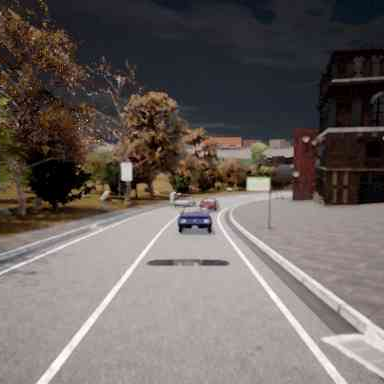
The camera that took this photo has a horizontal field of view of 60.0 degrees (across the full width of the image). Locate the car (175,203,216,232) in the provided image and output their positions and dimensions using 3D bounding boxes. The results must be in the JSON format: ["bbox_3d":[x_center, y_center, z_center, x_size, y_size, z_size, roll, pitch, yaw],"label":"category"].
[{"bbox_3d":[0.207,1.566,19.783,1.895,1.301,4.718,0,0,1],"label":"car"}]

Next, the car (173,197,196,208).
[{"bbox_3d":[-0.898,1.294,41.617,1.895,1.301,4.718,1,1,13],"label":"car"}]

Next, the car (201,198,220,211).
[{"bbox_3d":[2.061,1.354,37.642,1.812,1.442,4.674,1,1,11],"label":"car"}]
